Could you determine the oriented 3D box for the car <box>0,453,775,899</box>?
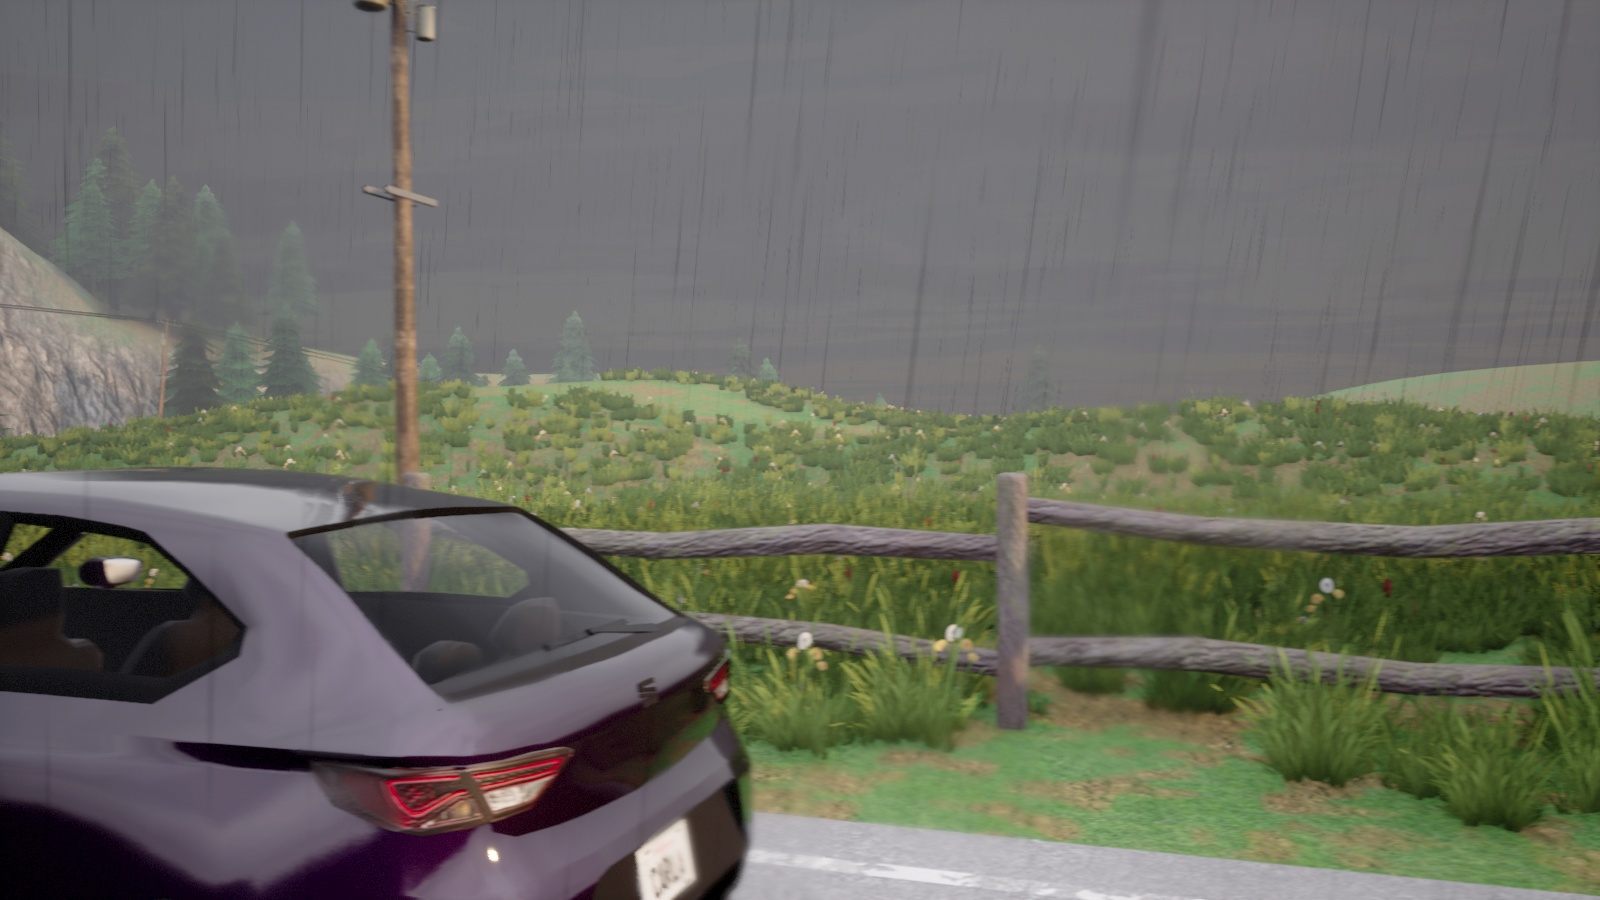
[{"bbox_3d":[-2.355,0.773,3.669,4.193,1.474,1.816,1,1,19],"label":"car"}]
